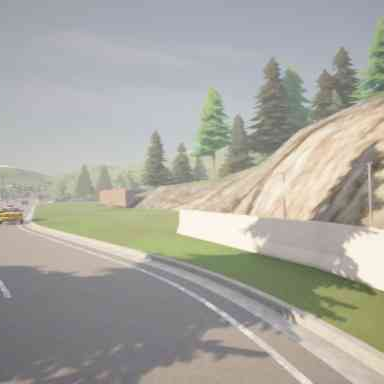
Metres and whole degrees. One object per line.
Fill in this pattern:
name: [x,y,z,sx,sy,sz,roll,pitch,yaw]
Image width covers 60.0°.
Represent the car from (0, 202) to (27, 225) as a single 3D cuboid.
car: [-16.106,1.976,29.790,1.801,1.575,5.366,-2,0,-26]
